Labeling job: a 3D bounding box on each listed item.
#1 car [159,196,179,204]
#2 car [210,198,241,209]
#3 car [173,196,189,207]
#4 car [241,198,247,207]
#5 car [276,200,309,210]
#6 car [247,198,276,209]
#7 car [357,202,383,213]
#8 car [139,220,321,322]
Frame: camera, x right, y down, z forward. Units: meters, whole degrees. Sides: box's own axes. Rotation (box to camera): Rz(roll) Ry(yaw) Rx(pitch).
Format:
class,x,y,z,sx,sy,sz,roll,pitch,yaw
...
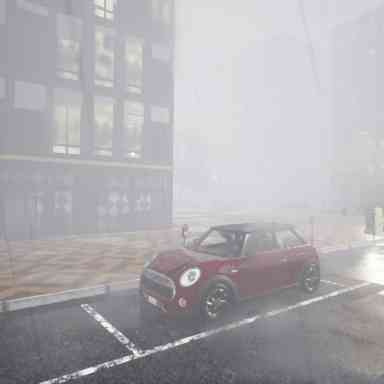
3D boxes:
class,x,y,z,sx,sy,sz,roll,pitch,yaw
car,-5.225,1.724,74.591,2.192,1.841,5.009,1,-1,-35
car,4.318,1.678,46.612,2.008,1.369,4.403,1,-1,-35
car,-2.236,1.733,55.867,1.887,1.381,4.507,1,-1,-35
car,7.883,1.726,56.079,1.967,1.590,4.097,1,-1,-35
car,14.437,1.806,46.822,1.802,1.307,4.206,1,-1,-35
car,11.160,1.800,51.450,1.887,1.381,4.507,1,-1,-35
car,20.992,1.730,37.567,1.947,1.339,4.313,1,-1,-35
car,0.905,1.442,7.195,4.097,1.590,1.967,0,1,-36
